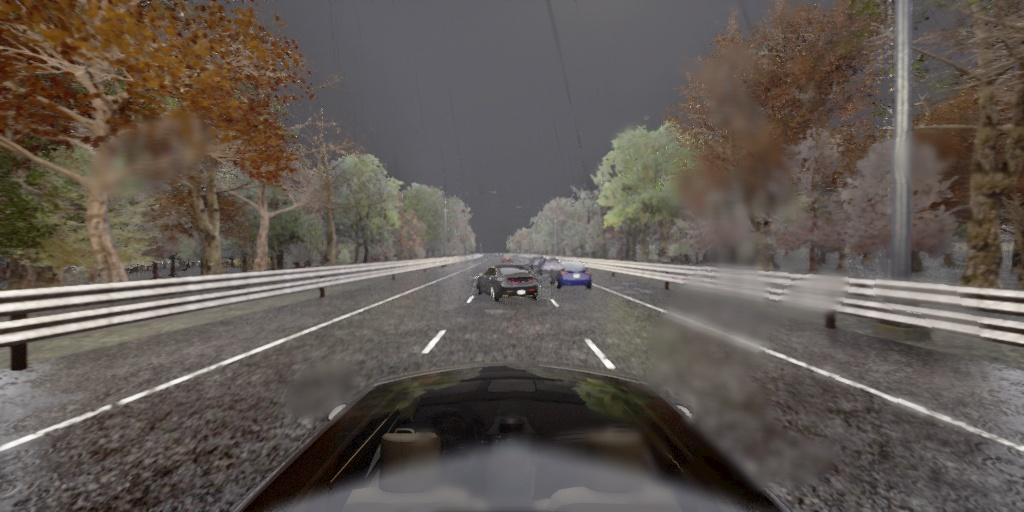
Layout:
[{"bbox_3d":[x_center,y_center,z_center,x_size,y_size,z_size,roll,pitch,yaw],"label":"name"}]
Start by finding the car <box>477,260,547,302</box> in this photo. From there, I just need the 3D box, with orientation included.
[{"bbox_3d":[-0.306,1.128,16.210,1.837,1.490,4.892,-2,1,-16],"label":"car"}]

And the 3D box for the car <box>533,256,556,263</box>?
[{"bbox_3d":[3.299,0.906,32.393,2.033,1.649,4.856,0,1,-1],"label":"car"}]

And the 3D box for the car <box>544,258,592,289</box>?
[{"bbox_3d":[3.414,1.078,21.387,2.163,1.488,4.792,0,1,0],"label":"car"}]

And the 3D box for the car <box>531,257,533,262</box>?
[{"bbox_3d":[3.138,0.804,43.428,2.033,1.649,4.856,0,1,-1],"label":"car"}]
